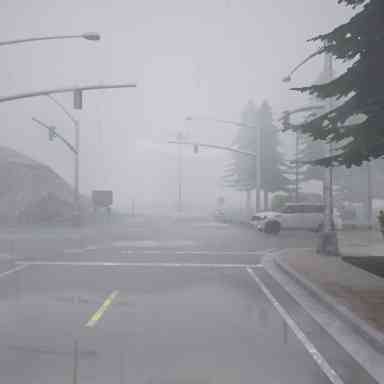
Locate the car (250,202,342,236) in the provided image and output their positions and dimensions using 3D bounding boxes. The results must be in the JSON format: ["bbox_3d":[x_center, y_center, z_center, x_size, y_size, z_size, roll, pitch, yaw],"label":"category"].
[{"bbox_3d":[6.560,1.667,21.146,5.566,2.045,2.150,1,-1,-2],"label":"car"}]
